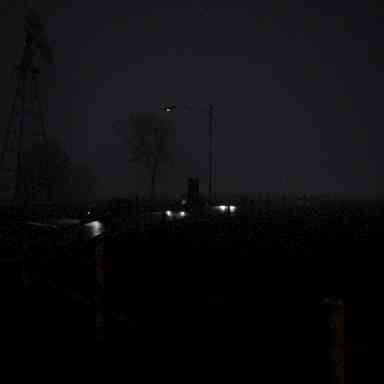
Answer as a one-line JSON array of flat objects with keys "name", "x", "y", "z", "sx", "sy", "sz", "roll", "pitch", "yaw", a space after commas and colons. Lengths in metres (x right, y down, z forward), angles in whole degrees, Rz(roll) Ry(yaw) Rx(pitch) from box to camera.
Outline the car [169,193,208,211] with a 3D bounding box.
[{"name": "car", "x": -0.318, "y": 0.924, "z": 33.597, "sx": 2.097, "sy": 1.767, "sz": 4.553, "roll": 1, "pitch": 2, "yaw": 35}]

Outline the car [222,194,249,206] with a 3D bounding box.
[{"name": "car", "x": 5.458, "y": 1.005, "z": 41.742, "sx": 1.994, "sy": 1.385, "sz": 4.181, "roll": 1, "pitch": 2, "yaw": 35}]

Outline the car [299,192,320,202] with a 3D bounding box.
[{"name": "car", "x": 18.947, "y": 0.800, "z": 54.370, "sx": 1.812, "sy": 1.442, "sz": 4.674, "roll": 1, "pitch": 2, "yaw": 35}]

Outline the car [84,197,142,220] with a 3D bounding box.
[{"name": "car", "x": -5.962, "y": 1.206, "z": 25.647, "sx": 1.837, "sy": 1.490, "sz": 4.892, "roll": 1, "pitch": 2, "yaw": 35}]

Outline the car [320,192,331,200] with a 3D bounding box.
[{"name": "car", "x": 24.746, "y": 0.710, "z": 62.554, "sx": 1.994, "sy": 1.385, "sz": 4.181, "roll": 1, "pitch": 1, "yaw": 36}]
